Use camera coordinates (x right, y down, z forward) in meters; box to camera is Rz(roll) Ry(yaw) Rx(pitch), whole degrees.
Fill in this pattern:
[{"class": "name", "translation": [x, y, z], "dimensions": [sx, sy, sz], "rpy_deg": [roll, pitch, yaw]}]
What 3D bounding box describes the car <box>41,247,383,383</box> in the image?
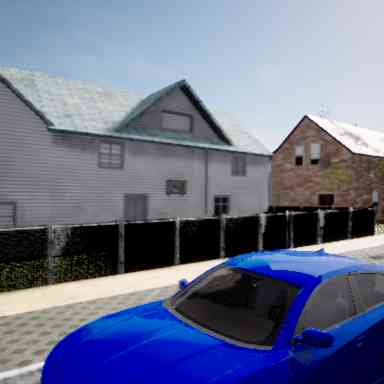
[{"class": "car", "translation": [0.989, 1.479, 3.777], "dimensions": [5.008, 1.535, 1.882], "rpy_deg": [0, 0, -35]}]
